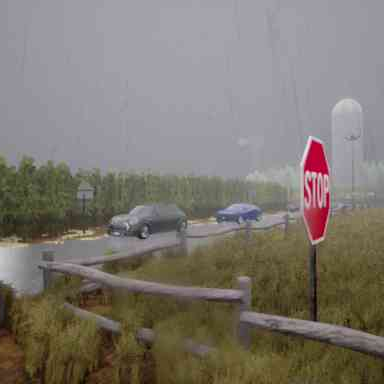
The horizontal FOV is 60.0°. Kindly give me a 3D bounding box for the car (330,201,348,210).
[{"bbox_3d":[16.079,1.717,37.317,2.033,1.411,5.357,-1,0,35],"label":"car"}]

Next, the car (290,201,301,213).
[{"bbox_3d":[12.867,1.763,38.409,1.994,1.385,4.181,-1,-1,36],"label":"car"}]

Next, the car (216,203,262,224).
[{"bbox_3d":[3.713,1.604,25.768,1.882,1.535,5.008,-1,-1,36],"label":"car"}]

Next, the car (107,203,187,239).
[{"bbox_3d":[-2.242,1.393,17.492,2.097,1.767,4.553,-1,-1,36],"label":"car"}]
